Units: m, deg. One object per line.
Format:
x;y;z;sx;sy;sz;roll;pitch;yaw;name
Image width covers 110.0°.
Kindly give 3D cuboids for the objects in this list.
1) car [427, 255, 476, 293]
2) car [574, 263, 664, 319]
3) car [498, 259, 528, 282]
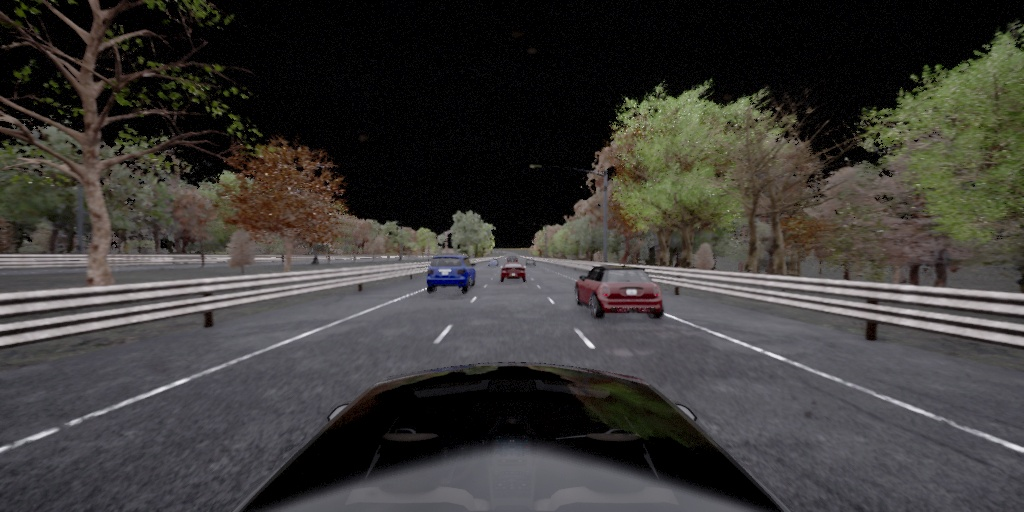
-3.399;0.972;20.851;2.150;2.045;5.566;0;0;0;car
3.600;1.103;12.904;2.097;1.767;4.553;0;0;0;car
0.100;1.227;29.369;1.882;1.535;5.008;0;0;0;car
